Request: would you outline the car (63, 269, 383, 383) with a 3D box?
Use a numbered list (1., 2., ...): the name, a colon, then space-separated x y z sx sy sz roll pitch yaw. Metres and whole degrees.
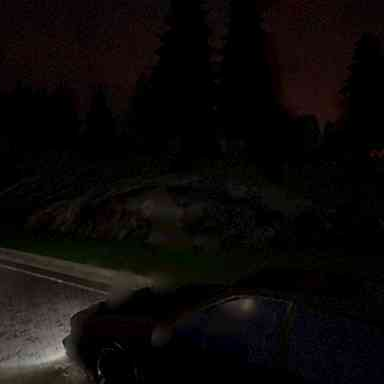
1. car: 1.031 1.547 3.252 5.357 1.411 2.033 0 0 36
